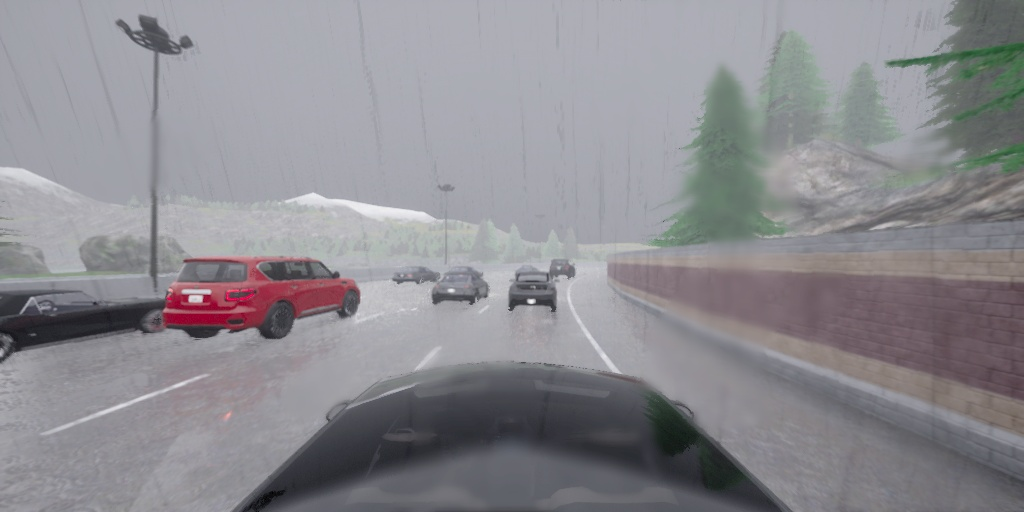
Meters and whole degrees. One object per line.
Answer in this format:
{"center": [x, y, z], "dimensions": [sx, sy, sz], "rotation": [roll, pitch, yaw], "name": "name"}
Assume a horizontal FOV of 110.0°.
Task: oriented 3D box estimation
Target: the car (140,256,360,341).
{"center": [-6.537, 1.030, 10.285], "dimensions": [2.150, 2.045, 5.566], "rotation": [0, -1, 4], "name": "car"}

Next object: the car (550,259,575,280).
{"center": [5.272, 1.328, 37.315], "dimensions": [2.150, 2.045, 5.566], "rotation": [0, -1, 16], "name": "car"}

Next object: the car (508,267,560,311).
{"center": [0.941, 1.386, 15.181], "dimensions": [1.837, 1.490, 4.892], "rotation": [0, -1, 6], "name": "car"}

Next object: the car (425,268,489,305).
{"center": [-2.346, 1.452, 17.165], "dimensions": [1.994, 1.385, 4.181], "rotation": [0, -1, 6], "name": "car"}

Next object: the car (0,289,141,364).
{"center": [-10.176, 1.373, 7.824], "dimensions": [1.895, 1.301, 4.718], "rotation": [0, -1, 2], "name": "car"}

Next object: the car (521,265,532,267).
{"center": [1.658, 1.657, 37.234], "dimensions": [1.994, 1.385, 4.181], "rotation": [0, -1, 16], "name": "car"}

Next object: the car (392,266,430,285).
{"center": [-7.592, 1.528, 28.860], "dimensions": [2.033, 1.411, 5.357], "rotation": [0, -1, 11], "name": "car"}

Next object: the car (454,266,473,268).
{"center": [-3.917, 1.547, 29.394], "dimensions": [2.033, 1.411, 5.357], "rotation": [0, -1, 12], "name": "car"}
